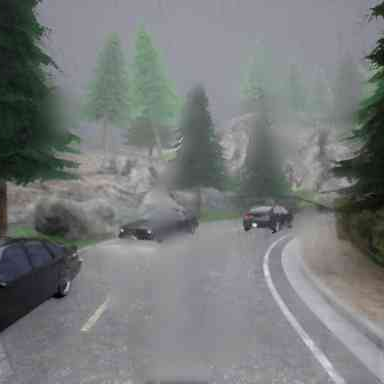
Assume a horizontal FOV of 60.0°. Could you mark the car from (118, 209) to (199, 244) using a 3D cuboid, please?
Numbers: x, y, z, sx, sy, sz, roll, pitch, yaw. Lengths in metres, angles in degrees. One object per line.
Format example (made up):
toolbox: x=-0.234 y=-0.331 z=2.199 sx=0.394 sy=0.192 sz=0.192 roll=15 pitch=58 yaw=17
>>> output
car: x=-1.372 y=1.538 z=16.263 sx=2.033 sy=1.411 sz=5.357 roll=0 pitch=0 yaw=23

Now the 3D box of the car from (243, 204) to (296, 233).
car: x=4.644 y=1.493 z=19.646 sx=1.837 sy=1.490 sz=4.892 roll=-1 pitch=-1 yaw=33

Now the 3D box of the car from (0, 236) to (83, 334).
car: x=-3.608 y=1.544 z=5.782 sx=2.033 sy=1.411 sz=5.357 roll=0 pitch=0 yaw=2
